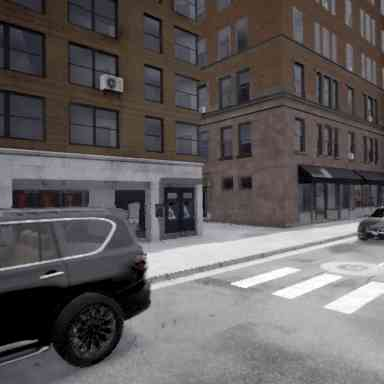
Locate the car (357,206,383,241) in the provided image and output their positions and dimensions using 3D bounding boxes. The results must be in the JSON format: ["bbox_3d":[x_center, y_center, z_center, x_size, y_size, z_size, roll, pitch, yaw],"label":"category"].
[{"bbox_3d":[9.164,1.370,14.974,4.892,1.490,1.837,-2,0,-42],"label":"car"}]

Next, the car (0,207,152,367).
[{"bbox_3d":[-3.132,1.271,4.091,5.566,2.045,2.150,-1,-1,-42],"label":"car"}]
